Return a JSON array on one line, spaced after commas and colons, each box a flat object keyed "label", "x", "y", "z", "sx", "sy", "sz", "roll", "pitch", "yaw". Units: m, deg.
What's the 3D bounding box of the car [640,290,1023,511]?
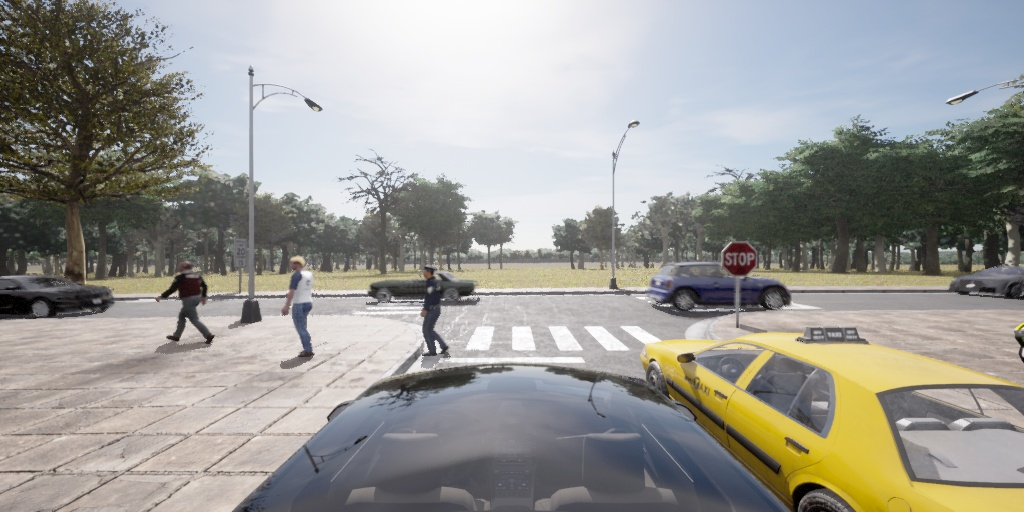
[{"label": "car", "x": 2.637, "y": 1.275, "z": 3.225, "sx": 1.751, "sy": 1.417, "sz": 4.829, "roll": 0, "pitch": 0, "yaw": 0}]

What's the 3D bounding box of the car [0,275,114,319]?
[{"label": "car", "x": -17.893, "y": 1.458, "z": 13.314, "sx": 5.008, "sy": 1.535, "sz": 1.882, "roll": -1, "pitch": 0, "yaw": 0}]

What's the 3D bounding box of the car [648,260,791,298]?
[{"label": "car", "x": 7.477, "y": 1.008, "z": 13.162, "sx": 4.553, "sy": 1.767, "sz": 2.097, "roll": -1, "pitch": 0, "yaw": 0}]

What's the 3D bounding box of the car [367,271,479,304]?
[{"label": "car", "x": -3.934, "y": 1.368, "z": 16.181, "sx": 4.718, "sy": 1.301, "sz": 1.895, "roll": -1, "pitch": 0, "yaw": 0}]

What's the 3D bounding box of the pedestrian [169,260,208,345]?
[{"label": "pedestrian", "x": -6.937, "y": 0.951, "z": 7.695, "sx": 0.375, "sy": 1.860, "sz": 0.375, "roll": 0, "pitch": 0, "yaw": 0}]

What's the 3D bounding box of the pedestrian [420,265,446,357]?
[{"label": "pedestrian", "x": -1.581, "y": 1.043, "z": 7.086, "sx": 0.375, "sy": 1.860, "sz": 0.375, "roll": 0, "pitch": 0, "yaw": 0}]

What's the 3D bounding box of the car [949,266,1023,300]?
[{"label": "car", "x": 22.506, "y": 1.145, "z": 16.027, "sx": 4.181, "sy": 1.385, "sz": 1.994, "roll": 0, "pitch": 0, "yaw": 0}]

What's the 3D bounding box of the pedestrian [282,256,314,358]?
[{"label": "pedestrian", "x": -3.812, "y": 0.891, "z": 6.490, "sx": 0.375, "sy": 1.860, "sz": 0.375, "roll": 0, "pitch": 0, "yaw": 0}]
